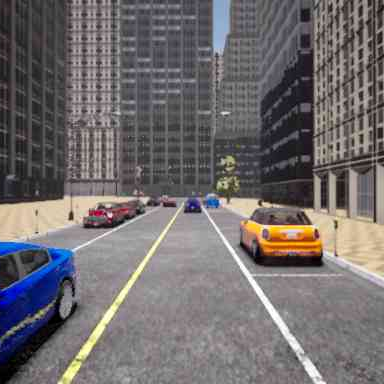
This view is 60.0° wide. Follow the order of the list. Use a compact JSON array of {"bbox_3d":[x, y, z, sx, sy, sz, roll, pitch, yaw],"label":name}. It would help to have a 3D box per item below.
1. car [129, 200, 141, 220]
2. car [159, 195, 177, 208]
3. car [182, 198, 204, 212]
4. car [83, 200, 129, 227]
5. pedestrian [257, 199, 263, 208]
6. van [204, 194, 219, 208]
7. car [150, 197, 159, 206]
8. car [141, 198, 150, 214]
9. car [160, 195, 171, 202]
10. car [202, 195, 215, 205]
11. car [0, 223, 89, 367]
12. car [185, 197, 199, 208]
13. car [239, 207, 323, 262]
[{"bbox_3d":[-5.682,1.504,27.482,1.802,1.307,4.206,1,0,0],"label":"car"},{"bbox_3d":[-3.088,1.468,46.200,1.895,1.301,4.718,0,0,0],"label":"car"},{"bbox_3d":[0.077,1.422,36.193,1.812,1.442,4.674,0,0,0],"label":"car"},{"bbox_3d":[-5.681,1.378,21.839,1.967,1.590,4.097,1,0,0],"label":"car"},{"bbox_3d":[3.001,1.251,14.956,0.375,1.860,0.375,1,0,0],"label":"pedestrian"},{"bbox_3d":[2.701,1.213,44.404,1.690,1.788,3.998,1,0,0],"label":"van"},{"bbox_3d":[-5.683,1.421,50.053,1.947,1.339,4.313,1,0,0],"label":"car"},{"bbox_3d":[-5.683,1.471,33.125,1.947,1.339,4.313,1,0,0],"label":"car"},{"bbox_3d":[-5.812,1.336,72.622,2.008,1.369,4.403,1,0,0],"label":"car"},{"bbox_3d":[2.699,1.278,55.687,1.967,1.590,4.097,1,0,0],"label":"car"},{"bbox_3d":[-3.101,1.465,4.299,1.882,1.535,5.008,0,0,0],"label":"car"},{"bbox_3d":[0.014,1.465,47.270,1.895,1.301,4.718,0,0,0],"label":"car"},{"bbox_3d":[3.000,1.317,12.142,2.097,1.767,4.553,0,0,0],"label":"car"}]
